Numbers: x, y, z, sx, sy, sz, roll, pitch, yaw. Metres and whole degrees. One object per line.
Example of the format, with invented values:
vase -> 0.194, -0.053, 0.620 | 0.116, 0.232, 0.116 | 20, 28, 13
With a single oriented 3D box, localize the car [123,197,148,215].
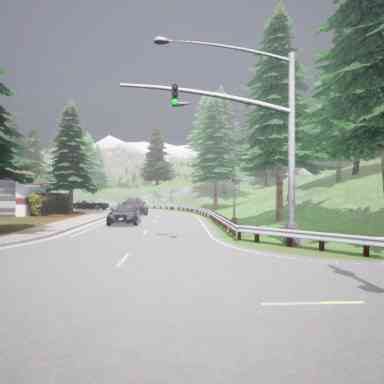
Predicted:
car -> -5.783, 1.322, 32.982 | 2.097, 1.767, 4.553 | 0, 0, -21

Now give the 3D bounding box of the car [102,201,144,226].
car -> -4.680, 1.542, 23.219 | 1.994, 1.385, 4.181 | 0, 0, -4

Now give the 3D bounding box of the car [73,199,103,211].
car -> -12.567, 1.567, 40.537 | 4.718, 1.301, 1.895 | 0, 0, 13
